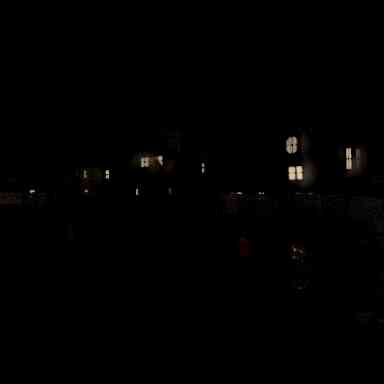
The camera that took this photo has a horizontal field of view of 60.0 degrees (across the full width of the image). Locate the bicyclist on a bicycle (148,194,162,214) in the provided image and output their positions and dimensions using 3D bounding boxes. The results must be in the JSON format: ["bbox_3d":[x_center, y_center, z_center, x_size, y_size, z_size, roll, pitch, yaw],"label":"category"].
[{"bbox_3d":[-3.091,1.005,27.944,0.582,1.620,1.656,0,3,38],"label":"bicyclist on a bicycle"}]
